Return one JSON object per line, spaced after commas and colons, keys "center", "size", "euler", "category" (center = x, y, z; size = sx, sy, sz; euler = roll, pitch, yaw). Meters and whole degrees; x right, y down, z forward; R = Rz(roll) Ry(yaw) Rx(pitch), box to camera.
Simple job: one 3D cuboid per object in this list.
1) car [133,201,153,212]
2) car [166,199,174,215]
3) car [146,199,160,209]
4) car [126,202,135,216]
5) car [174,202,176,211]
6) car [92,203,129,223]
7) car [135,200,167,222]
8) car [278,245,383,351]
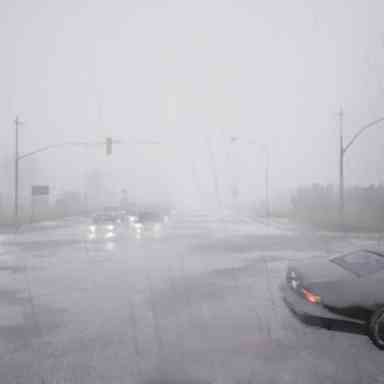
{"center": [-7.090, 2.096, 48.769], "size": [2.033, 1.411, 5.357], "euler": [0, -1, 1], "category": "car"}
{"center": [-3.612, 1.925, 39.712], "size": [1.882, 1.535, 5.008], "euler": [0, -1, 0], "category": "car"}
{"center": [-7.051, 2.156, 60.410], "size": [1.882, 1.535, 5.008], "euler": [0, -1, 1], "category": "car"}
{"center": [-7.112, 1.935, 38.257], "size": [1.837, 1.490, 4.892], "euler": [0, -1, 0], "category": "car"}
{"center": [-3.579, 1.930, 51.398], "size": [2.097, 1.767, 4.553], "euler": [0, -1, 0], "category": "car"}
{"center": [-7.121, 1.927, 28.943], "size": [1.895, 1.301, 4.718], "euler": [0, -1, 1], "category": "car"}
{"center": [-3.611, 1.817, 30.133], "size": [1.882, 1.535, 5.008], "euler": [0, -1, 0], "category": "car"}
{"center": [4.250, 1.612, 5.536], "size": [5.357, 1.411, 2.033], "euler": [0, -1, 3], "category": "car"}
